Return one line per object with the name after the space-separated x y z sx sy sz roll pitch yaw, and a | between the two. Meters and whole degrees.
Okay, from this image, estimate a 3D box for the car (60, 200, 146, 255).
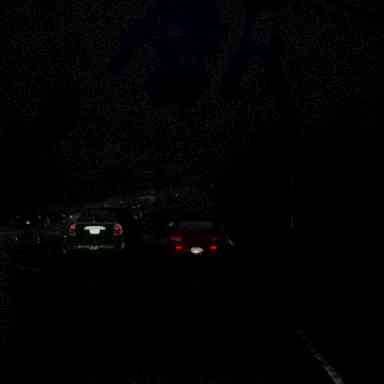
-3.372 1.398 13.680 2.097 1.767 4.553 0 0 0 | car

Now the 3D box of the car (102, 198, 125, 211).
-10.481 1.584 44.658 1.837 1.490 4.892 0 1 0 | car

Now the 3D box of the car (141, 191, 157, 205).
-6.918 0.978 53.617 2.150 2.045 5.566 0 3 0 | car

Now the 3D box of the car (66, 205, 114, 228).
-7.049 1.679 23.520 1.895 1.301 4.718 0 0 0 | car

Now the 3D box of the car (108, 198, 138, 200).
-7.026 1.599 32.682 2.128 1.511 4.902 0 0 0 | car

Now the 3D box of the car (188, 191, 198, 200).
0.153 0.695 65.331 1.837 1.490 4.892 0 3 0 | car

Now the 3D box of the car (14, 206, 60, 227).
-10.558 1.679 23.660 1.895 1.301 4.718 0 0 1 | car

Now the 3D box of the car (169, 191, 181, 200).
-3.348 0.693 65.100 2.128 1.511 4.902 0 3 0 | car

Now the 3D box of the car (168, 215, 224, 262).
0.122 1.567 12.182 1.812 1.442 4.674 0 0 0 | car

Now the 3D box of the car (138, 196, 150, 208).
-6.994 1.613 42.773 1.837 1.490 4.892 0 1 0 | car

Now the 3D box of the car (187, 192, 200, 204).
0.227 1.029 55.252 2.097 1.767 4.553 0 3 0 | car

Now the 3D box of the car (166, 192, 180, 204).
-3.273 1.168 54.990 1.882 1.535 5.008 0 3 0 | car
